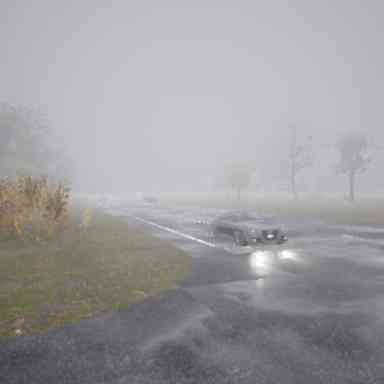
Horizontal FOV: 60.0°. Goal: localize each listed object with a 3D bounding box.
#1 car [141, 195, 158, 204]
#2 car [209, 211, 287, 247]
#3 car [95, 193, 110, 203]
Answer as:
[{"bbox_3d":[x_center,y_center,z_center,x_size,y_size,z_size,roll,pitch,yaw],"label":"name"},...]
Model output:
[{"bbox_3d":[-7.563,1.283,59.232,2.033,1.411,5.357,-1,1,-22],"label":"car"},{"bbox_3d":[2.380,1.548,15.023,1.994,1.385,4.181,-1,1,-22],"label":"car"},{"bbox_3d":[-17.677,1.169,66.125,2.097,1.767,4.553,-1,0,-20],"label":"car"}]
